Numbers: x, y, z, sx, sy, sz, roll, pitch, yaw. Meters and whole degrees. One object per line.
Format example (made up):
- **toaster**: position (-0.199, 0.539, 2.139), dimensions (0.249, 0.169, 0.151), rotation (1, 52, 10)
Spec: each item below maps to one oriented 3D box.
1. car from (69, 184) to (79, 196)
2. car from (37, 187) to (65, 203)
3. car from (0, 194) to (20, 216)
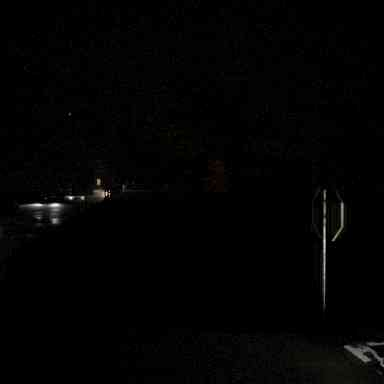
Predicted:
- **car**: position (-16.995, -0.342, 50.052), dimensions (2.097, 1.767, 4.553), rotation (0, 2, -10)
- **car**: position (-14.422, 0.314, 34.223), dimensions (1.837, 1.490, 4.892), rotation (0, 2, -9)
- **car**: position (-11.990, 0.848, 19.754), dimensions (2.033, 1.411, 5.357), rotation (0, 2, -10)
